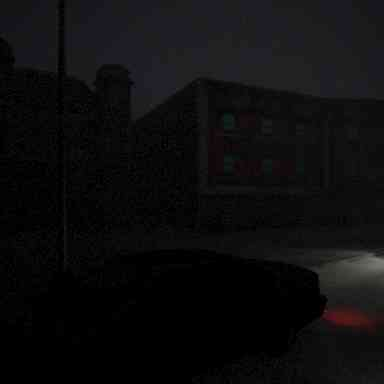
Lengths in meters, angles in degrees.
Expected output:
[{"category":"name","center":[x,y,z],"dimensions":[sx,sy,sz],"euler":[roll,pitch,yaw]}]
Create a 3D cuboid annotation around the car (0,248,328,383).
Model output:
[{"category":"car","center":[-0.365,1.546,4.463],"dimensions":[5.357,1.411,2.033],"euler":[0,0,-36]}]
